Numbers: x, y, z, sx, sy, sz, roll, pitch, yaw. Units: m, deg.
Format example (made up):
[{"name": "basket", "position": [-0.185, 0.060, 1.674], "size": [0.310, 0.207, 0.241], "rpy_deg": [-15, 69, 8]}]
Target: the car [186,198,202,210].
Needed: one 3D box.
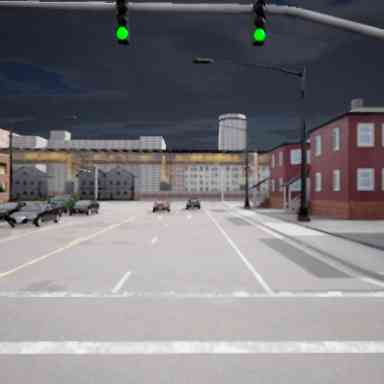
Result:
[{"name": "car", "position": [0.261, 1.570, 44.400], "size": [1.812, 1.442, 4.674], "rpy_deg": [0, 0, 3]}]

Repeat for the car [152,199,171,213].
[{"name": "car", "position": [-3.400, 1.563, 37.785], "size": [1.812, 1.442, 4.674], "rpy_deg": [0, 0, 0]}]

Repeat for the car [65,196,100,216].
[{"name": "car", "position": [-10.581, 1.511, 33.090], "size": [1.882, 1.535, 5.008], "rpy_deg": [0, 0, 0]}]

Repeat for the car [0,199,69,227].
[{"name": "car", "position": [-10.597, 1.515, 22.848], "size": [2.128, 1.511, 4.902], "rpy_deg": [0, 0, 0]}]

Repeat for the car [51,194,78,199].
[{"name": "car", "position": [-14.065, 1.259, 36.748], "size": [2.150, 2.045, 5.566], "rpy_deg": [0, 0, 0]}]
